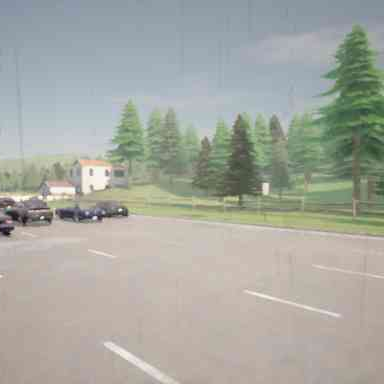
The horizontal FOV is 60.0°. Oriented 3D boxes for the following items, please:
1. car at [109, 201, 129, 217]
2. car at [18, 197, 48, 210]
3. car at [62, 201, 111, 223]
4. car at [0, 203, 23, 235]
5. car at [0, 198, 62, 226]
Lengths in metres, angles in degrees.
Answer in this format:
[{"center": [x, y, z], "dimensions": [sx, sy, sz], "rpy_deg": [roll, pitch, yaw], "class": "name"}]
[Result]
[{"center": [-7.232, 1.427, 28.398], "dimensions": [1.994, 1.385, 4.181], "rpy_deg": [0, 0, -45], "class": "car"}, {"center": [-19.538, 1.366, 40.762], "dimensions": [1.994, 1.385, 4.181], "rpy_deg": [0, 0, -45], "class": "car"}, {"center": [-8.255, 1.482, 24.465], "dimensions": [1.895, 1.301, 4.718], "rpy_deg": [0, 0, -45], "class": "car"}, {"center": [-10.816, 1.463, 17.116], "dimensions": [2.033, 1.411, 5.357], "rpy_deg": [0, 0, -45], "class": "car"}, {"center": [-10.955, 1.383, 22.218], "dimensions": [2.128, 1.511, 4.902], "rpy_deg": [0, 0, -45], "class": "car"}]
